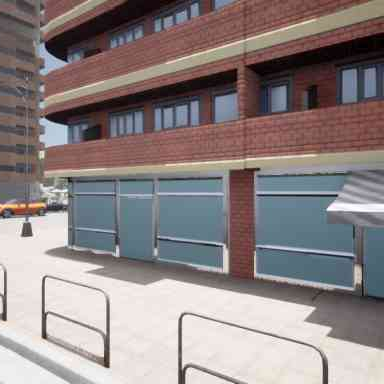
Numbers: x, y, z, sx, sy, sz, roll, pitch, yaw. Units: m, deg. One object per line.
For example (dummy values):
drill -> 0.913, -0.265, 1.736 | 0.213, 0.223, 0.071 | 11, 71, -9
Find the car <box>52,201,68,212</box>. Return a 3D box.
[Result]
car -> -15.369, 1.601, 35.814 | 1.895, 1.301, 4.718 | 0, 0, 36

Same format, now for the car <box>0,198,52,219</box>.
car -> -15.480, 1.352, 29.729 | 2.097, 1.767, 4.553 | 0, 0, 36
